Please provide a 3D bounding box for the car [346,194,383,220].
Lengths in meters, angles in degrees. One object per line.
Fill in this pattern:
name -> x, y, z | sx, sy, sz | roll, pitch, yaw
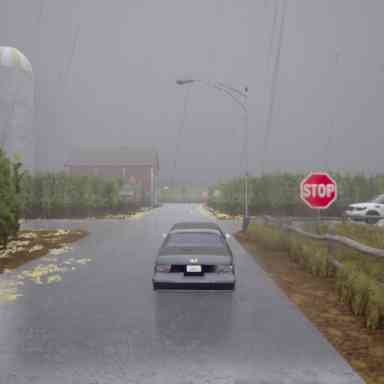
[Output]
car -> 13.804, 1.170, 23.271 | 5.566, 2.045, 2.150 | 0, 0, 0

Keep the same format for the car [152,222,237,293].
car -> 0.099, 1.529, 8.983 | 2.033, 1.411, 5.357 | 0, 0, 1
